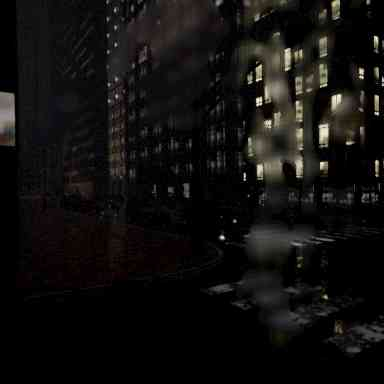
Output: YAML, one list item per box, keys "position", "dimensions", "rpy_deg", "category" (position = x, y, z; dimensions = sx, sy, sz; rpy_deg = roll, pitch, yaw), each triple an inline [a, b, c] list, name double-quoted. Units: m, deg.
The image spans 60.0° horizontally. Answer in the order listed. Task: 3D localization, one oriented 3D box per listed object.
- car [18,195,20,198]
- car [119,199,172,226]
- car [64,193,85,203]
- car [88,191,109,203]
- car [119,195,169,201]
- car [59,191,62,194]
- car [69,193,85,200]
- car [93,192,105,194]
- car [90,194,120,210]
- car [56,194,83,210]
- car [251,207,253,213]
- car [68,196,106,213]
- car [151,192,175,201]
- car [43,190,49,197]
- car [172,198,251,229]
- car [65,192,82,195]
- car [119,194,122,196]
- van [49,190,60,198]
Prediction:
- position: [-42.627, 0.718, 79.819]
  dimensions: [1.967, 1.590, 4.097]
  rpy_deg: [-1, 1, -35]
  category: "car"
- position: [-2.957, 1.455, 22.353]
  dimensions: [2.008, 1.369, 4.403]
  rpy_deg: [-1, 1, -35]
  category: "car"
- position: [-20.519, 1.008, 57.961]
  dimensions: [2.033, 1.411, 5.357]
  rpy_deg: [-1, 1, -35]
  category: "car"
- position: [-16.022, 0.796, 56.731]
  dimensions: [2.097, 1.767, 4.553]
  rpy_deg: [-1, 1, -35]
  category: "car"
- position: [-4.212, 1.315, 28.671]
  dimensions: [1.837, 1.490, 4.892]
  rpy_deg: [-1, 1, -35]
  category: "car"
- position: [-26.136, 0.733, 70.668]
  dimensions: [1.967, 1.590, 4.097]
  rpy_deg: [-1, 1, -35]
  category: "car"
- position: [-22.934, 0.889, 66.025]
  dimensions: [1.887, 1.381, 4.507]
  rpy_deg: [-1, 1, -35]
  category: "car"
- position: [-13.290, 1.077, 47.465]
  dimensions: [1.837, 1.490, 4.892]
  rpy_deg: [-1, 0, -34]
  category: "car"
- position: [-10.063, 1.246, 37.171]
  dimensions: [1.812, 1.442, 4.674]
  rpy_deg: [-1, 1, -35]
  category: "car"
- position: [-13.794, 1.289, 38.016]
  dimensions: [2.008, 1.369, 4.403]
  rpy_deg: [-1, 1, -35]
  category: "car"
- position: [3.037, 1.278, 28.305]
  dimensions: [1.752, 1.417, 4.829]
  rpy_deg: [-1, 1, -35]
  category: "car"
- position: [-10.590, 1.354, 33.372]
  dimensions: [1.947, 1.339, 4.313]
  rpy_deg: [-1, 1, -35]
  category: "car"
- position: [-3.717, 0.963, 38.160]
  dimensions: [2.192, 1.841, 5.009]
  rpy_deg: [-1, 1, -35]
  category: "car"
- position: [-35.745, 0.689, 84.600]
  dimensions: [2.008, 1.369, 4.403]
  rpy_deg: [-1, 1, -35]
  category: "car"
- position: [1.059, 1.383, 21.017]
  dimensions: [2.128, 1.511, 4.902]
  rpy_deg: [-1, 1, -34]
  category: "car"
- position: [-15.941, 1.132, 45.763]
  dimensions: [1.837, 1.490, 4.892]
  rpy_deg: [-1, 1, -34]
  category: "car"
- position: [-12.037, 1.009, 51.015]
  dimensions: [1.837, 1.490, 4.892]
  rpy_deg: [-1, 1, -35]
  category: "car"
- position: [-32.542, 0.531, 79.954]
  dimensions: [1.690, 1.788, 3.998]
  rpy_deg: [-1, 1, -35]
  category: "van"
